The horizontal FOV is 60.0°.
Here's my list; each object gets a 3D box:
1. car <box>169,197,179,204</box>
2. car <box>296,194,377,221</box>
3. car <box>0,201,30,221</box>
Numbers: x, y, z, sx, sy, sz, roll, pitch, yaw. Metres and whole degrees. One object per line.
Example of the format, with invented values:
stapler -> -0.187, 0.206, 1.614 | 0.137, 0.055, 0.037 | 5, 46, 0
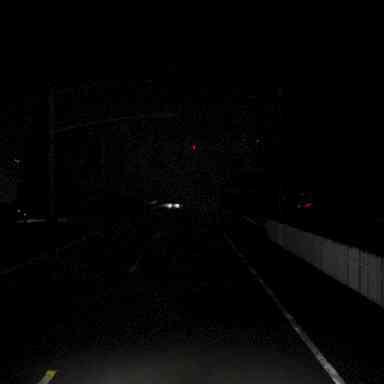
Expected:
car -> -3.496, 1.676, 64.829 | 1.895, 1.301, 4.718 | 0, 0, 0
car -> 10.676, 1.175, 24.859 | 5.566, 2.045, 2.150 | 1, 0, -1
car -> -15.015, 1.267, 24.611 | 5.357, 1.411, 2.033 | 0, 0, 0
